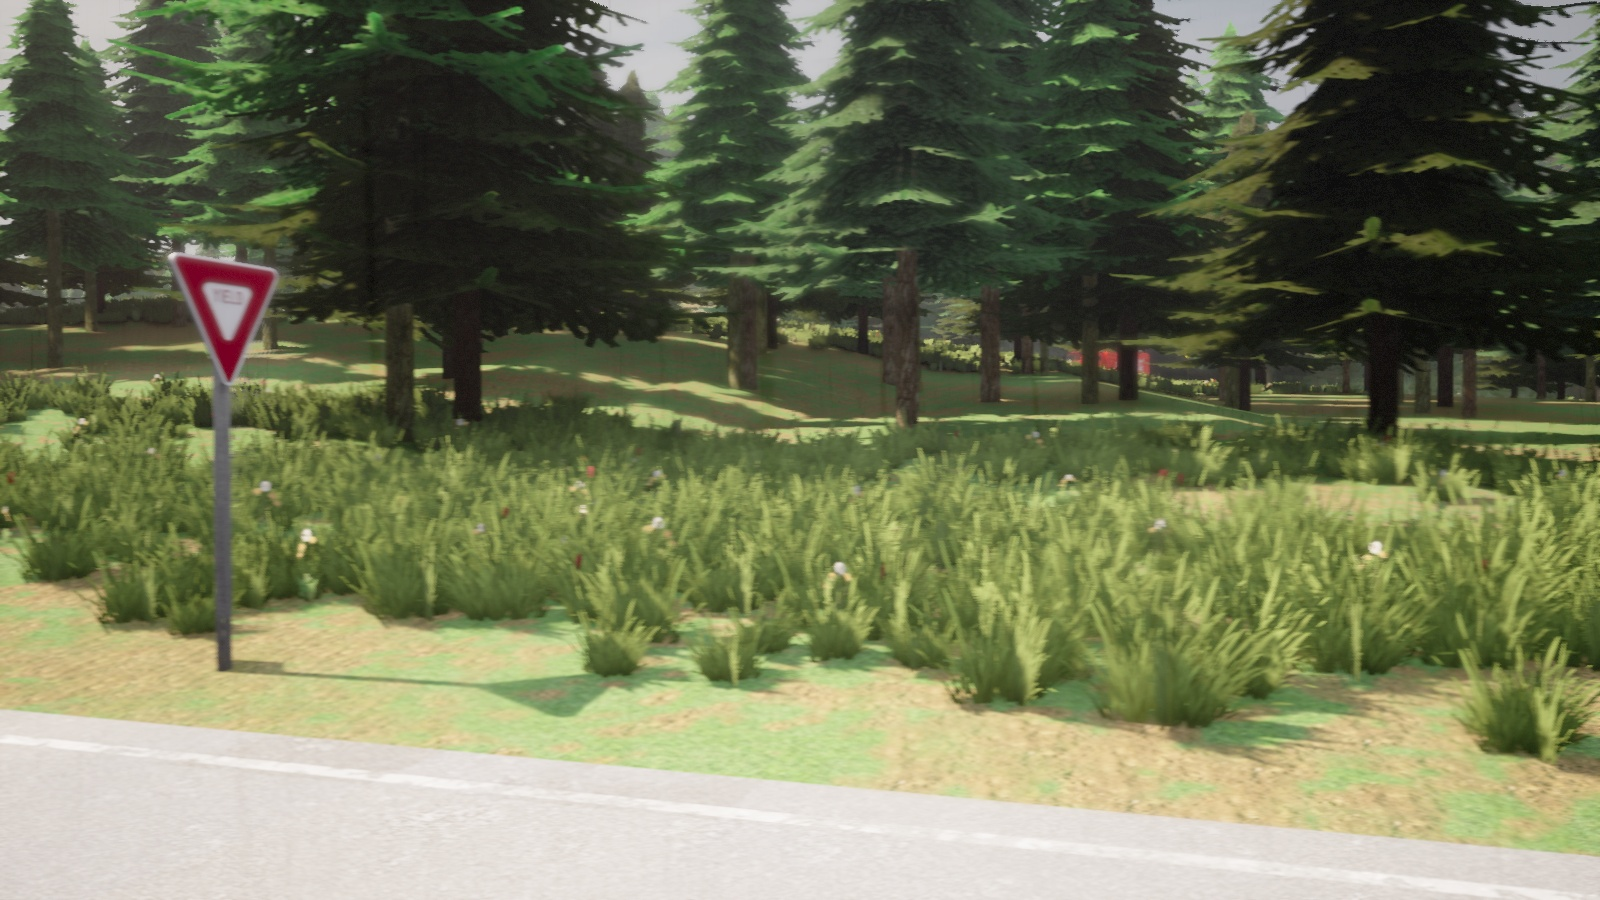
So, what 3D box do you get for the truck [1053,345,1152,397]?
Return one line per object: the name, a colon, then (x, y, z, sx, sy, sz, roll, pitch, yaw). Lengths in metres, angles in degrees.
truck: (18.163, -4.720, 75.443, 5.204, 2.467, 2.627, 5, -2, -28)
